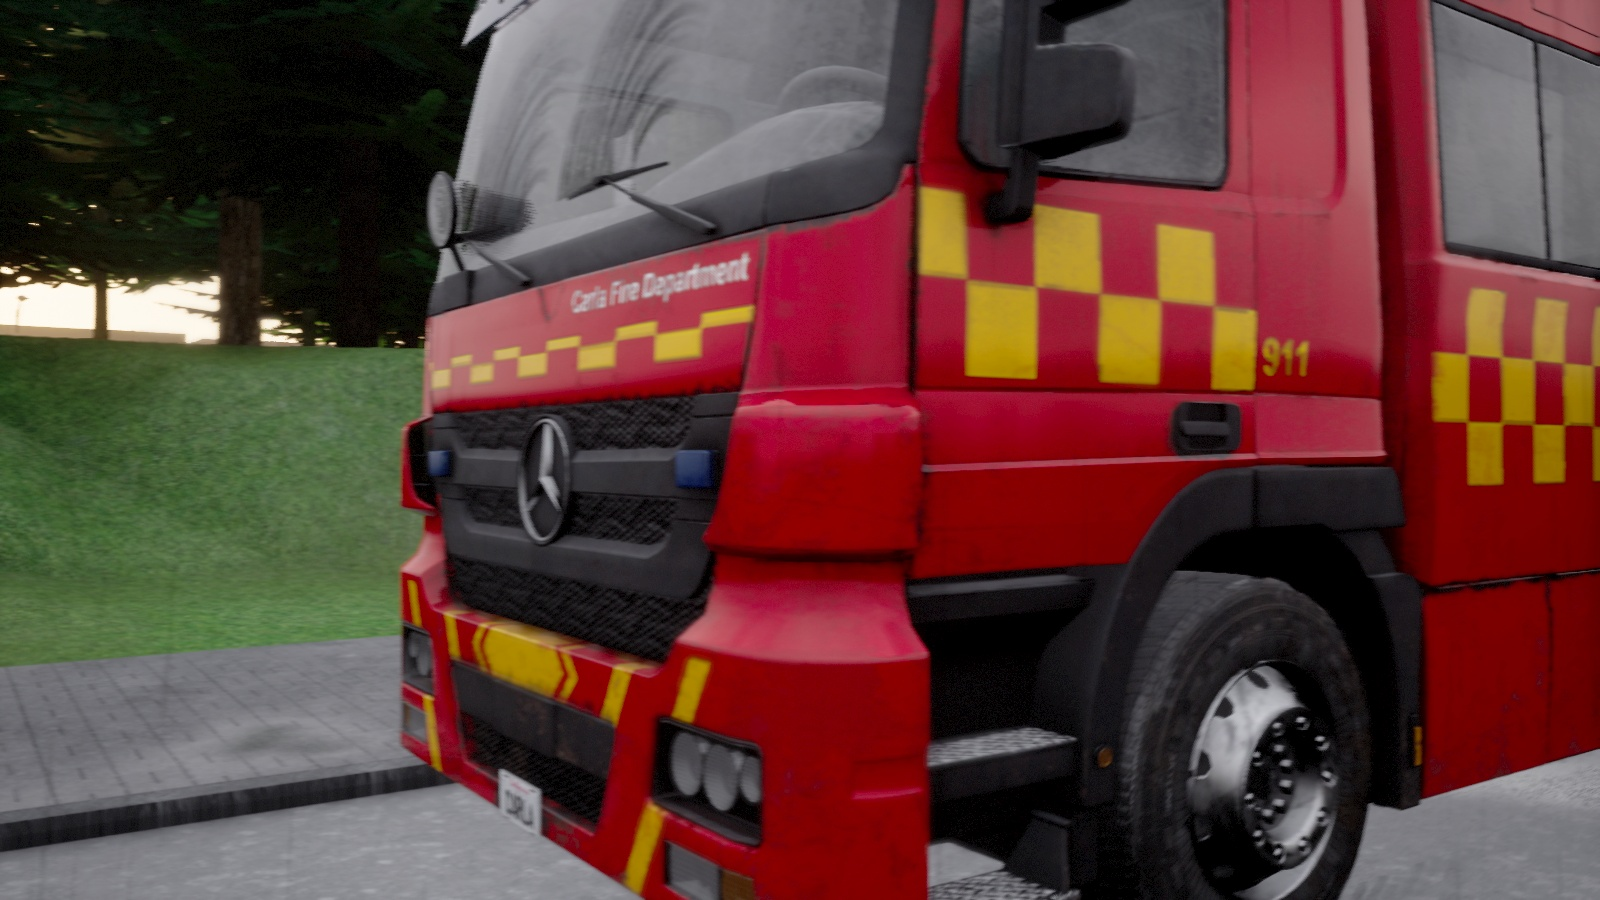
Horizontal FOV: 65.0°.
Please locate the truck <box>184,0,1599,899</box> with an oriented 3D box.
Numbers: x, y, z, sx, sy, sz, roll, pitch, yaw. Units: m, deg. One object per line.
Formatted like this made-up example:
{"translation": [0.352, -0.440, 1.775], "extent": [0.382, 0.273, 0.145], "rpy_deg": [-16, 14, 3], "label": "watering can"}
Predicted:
{"translation": [2.095, -0.411, 5.730], "extent": [8.468, 3.827, 2.891], "rpy_deg": [0, 0, -35], "label": "truck"}
